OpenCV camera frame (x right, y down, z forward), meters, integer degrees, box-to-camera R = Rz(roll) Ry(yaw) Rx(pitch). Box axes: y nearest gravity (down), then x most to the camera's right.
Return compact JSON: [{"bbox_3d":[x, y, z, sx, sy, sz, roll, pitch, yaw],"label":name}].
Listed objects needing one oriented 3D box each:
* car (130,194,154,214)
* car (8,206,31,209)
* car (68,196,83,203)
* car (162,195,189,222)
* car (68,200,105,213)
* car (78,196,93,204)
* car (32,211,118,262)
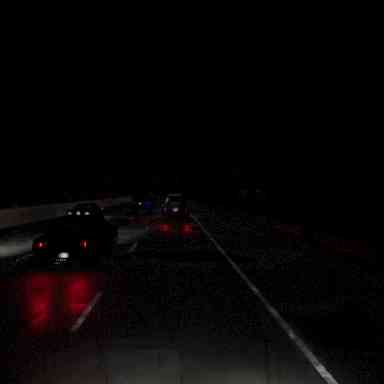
[{"bbox_3d":[-5.286,1.253,35.616,2.150,2.045,5.566,0,0,-3],"label":"car"},{"bbox_3d":[-15.756,1.609,31.111,1.994,1.385,4.181,0,0,-3],"label":"car"},{"bbox_3d":[-24.951,1.563,71.373,1.882,1.535,5.008,0,0,-3],"label":"car"},{"bbox_3d":[-1.304,1.376,26.893,2.097,1.767,4.553,0,0,-2],"label":"car"},{"bbox_3d":[-8.276,1.578,26.333,2.033,1.411,5.357,0,0,-3],"label":"car"},{"bbox_3d":[-21.154,1.601,66.229,1.812,1.442,4.674,0,0,-3],"label":"car"},{"bbox_3d":[-3.989,1.615,12.264,1.895,1.301,4.718,0,0,-3],"label":"car"}]
